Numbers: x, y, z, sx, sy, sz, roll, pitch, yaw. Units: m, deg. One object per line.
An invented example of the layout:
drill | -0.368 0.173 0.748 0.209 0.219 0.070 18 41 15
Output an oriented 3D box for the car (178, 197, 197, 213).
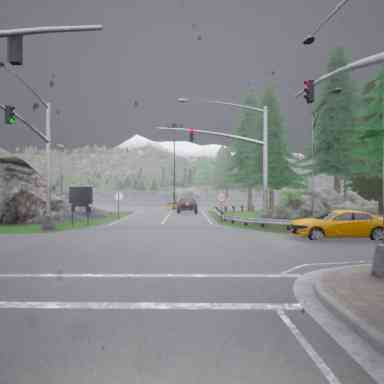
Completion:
car | -0.497 1.350 36.919 2.097 1.767 4.553 0 0 0

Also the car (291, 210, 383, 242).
car | 7.645 1.669 17.133 5.008 1.535 1.882 0 0 -2
